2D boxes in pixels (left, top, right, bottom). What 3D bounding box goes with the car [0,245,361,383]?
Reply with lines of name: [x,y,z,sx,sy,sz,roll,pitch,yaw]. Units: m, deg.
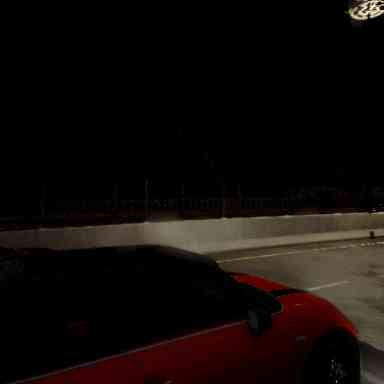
car: [-0.358,1.342,3.295,4.553,1.767,2.097,0,0,-34]

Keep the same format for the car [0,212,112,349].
car: [-3.827,1.328,5.161,4.553,1.767,2.097,0,0,-36]
